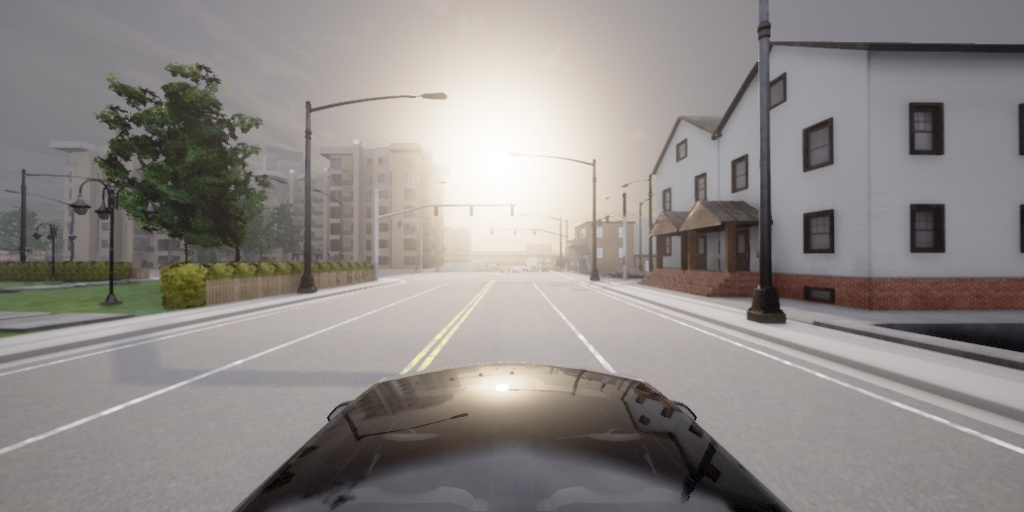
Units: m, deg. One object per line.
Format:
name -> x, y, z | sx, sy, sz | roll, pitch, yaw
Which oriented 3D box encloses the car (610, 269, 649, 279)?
car -> 13.978, 2.230, 40.973 | 5.357, 1.411, 2.033 | 7, 0, 1
